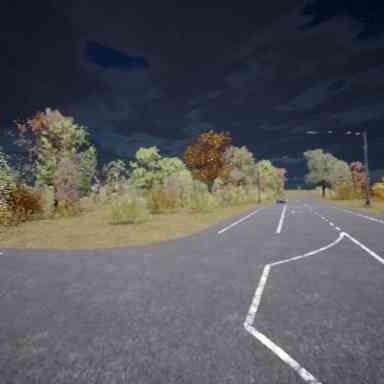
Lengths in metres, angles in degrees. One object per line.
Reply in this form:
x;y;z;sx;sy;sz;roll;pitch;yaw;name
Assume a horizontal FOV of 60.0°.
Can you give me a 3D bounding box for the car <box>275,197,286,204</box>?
19.545;1.890;73.163;2.033;1.411;5.357;-2;-1;21;car
